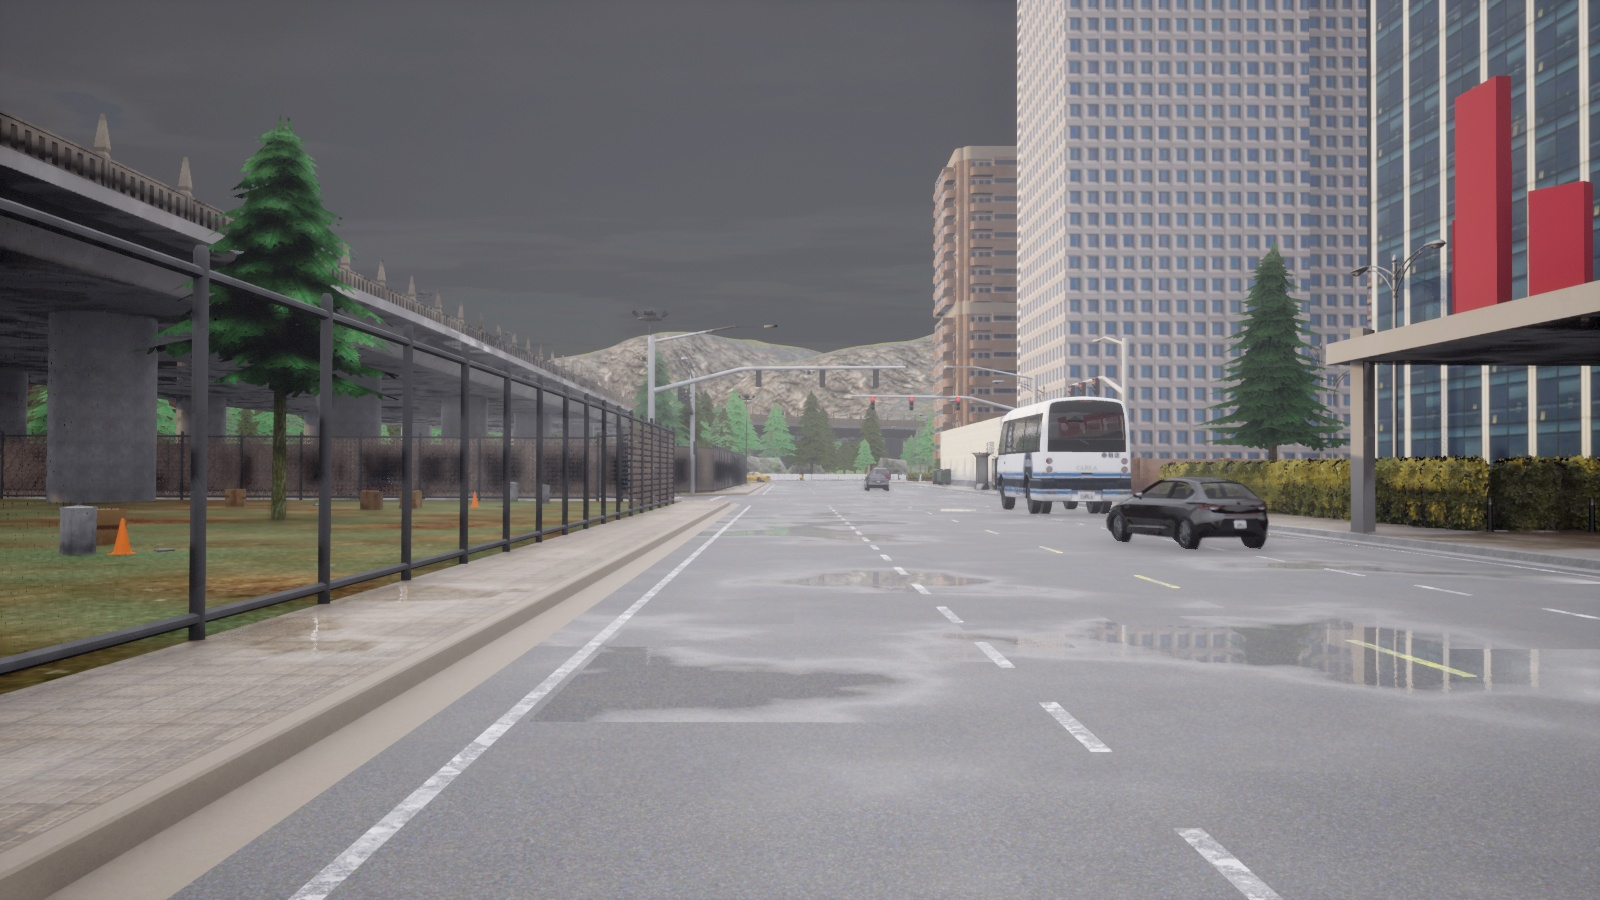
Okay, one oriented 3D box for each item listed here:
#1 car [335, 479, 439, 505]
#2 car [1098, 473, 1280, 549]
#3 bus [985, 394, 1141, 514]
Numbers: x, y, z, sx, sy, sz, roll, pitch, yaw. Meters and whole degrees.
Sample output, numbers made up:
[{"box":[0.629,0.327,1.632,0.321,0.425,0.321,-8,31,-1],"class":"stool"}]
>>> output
[{"box":[-21.155,2.134,64.394,4.718,1.301,1.895,0,-1,-1],"class":"car"},{"box":[8.270,1.249,27.101,1.816,1.474,4.193,0,-1,-14],"class":"car"},{"box":[10.096,0.232,49.782,3.944,4.253,10.273,0,-1,0],"class":"bus"}]
